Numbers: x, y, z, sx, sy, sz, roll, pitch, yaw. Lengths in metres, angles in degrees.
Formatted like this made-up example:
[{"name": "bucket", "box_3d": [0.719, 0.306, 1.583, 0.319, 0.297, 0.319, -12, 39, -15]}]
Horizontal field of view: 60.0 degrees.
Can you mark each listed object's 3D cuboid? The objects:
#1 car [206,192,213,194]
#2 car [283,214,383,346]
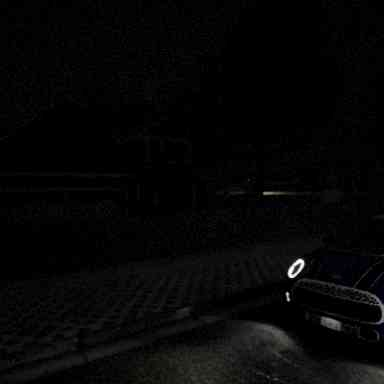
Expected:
[{"name": "car", "box_3d": [2.186, 0.813, 55.626, 1.882, 1.535, 5.008, -1, 1, -36]}, {"name": "car", "box_3d": [3.697, 1.252, 6.209, 4.553, 1.767, 2.097, -1, 1, -40]}]
